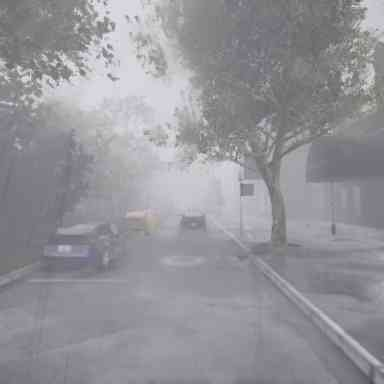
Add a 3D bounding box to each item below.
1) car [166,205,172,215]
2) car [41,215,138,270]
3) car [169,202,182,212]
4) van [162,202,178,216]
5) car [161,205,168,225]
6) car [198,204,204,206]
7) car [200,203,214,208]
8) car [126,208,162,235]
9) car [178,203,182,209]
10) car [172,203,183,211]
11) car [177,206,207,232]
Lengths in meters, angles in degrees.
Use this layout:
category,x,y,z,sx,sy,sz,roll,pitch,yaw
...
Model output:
category,x,y,z,sx,sy,sz,roll,pitch,yaw
car,-3.643,2.379,34.317,2.163,1.488,4.792,0,-1,2
car,-3.634,1.773,12.048,2.163,1.488,4.792,1,-2,2
car,-3.393,3.028,68.077,2.185,1.767,4.553,-1,-1,2
van,-3.620,2.552,51.122,1.878,1.987,4.442,1,-1,2
car,-3.641,2.197,28.713,2.097,1.535,5.008,0,-1,2
car,0.106,2.641,42.723,2.033,1.411,5.357,0,-1,0
car,3.425,3.903,95.314,2.231,1.521,4.892,-3,-3,29
car,-3.634,2.046,23.154,2.097,1.535,5.008,1,-2,2
car,-3.395,3.036,62.367,2.231,1.521,4.892,0,-1,2
car,-3.151,3.274,73.775,2.097,1.535,5.008,0,-2,2
car,0.103,2.088,24.798,1.882,1.535,5.008,0,-1,0
